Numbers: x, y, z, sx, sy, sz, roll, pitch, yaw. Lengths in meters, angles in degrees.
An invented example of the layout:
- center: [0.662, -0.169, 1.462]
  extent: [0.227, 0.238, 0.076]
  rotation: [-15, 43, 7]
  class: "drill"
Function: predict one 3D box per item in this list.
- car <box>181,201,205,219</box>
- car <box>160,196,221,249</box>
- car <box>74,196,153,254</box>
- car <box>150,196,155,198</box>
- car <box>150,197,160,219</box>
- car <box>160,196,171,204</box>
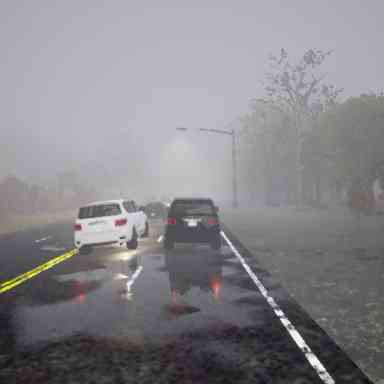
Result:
- center: [0.091, 1.559, 29.549]
  extent: [1.994, 1.385, 4.181]
  rotation: [0, 0, 0]
  class: "car"
- center: [0.024, 1.239, 14.593]
  extent: [2.150, 2.045, 5.566]
  rotation: [0, 0, 0]
  class: "car"
- center: [-3.344, 1.352, 14.604]
  extent: [2.150, 2.045, 5.566]
  rotation: [-7, 0, 0]
  class: "car"
- center: [-9.192, 1.676, 75.381]
  extent: [2.097, 1.767, 4.553]
  rotation: [-2, 0, 1]
  class: "car"
- center: [-3.204, 1.615, 29.557]
  extent: [1.882, 1.535, 5.008]
  rotation: [-4, 1, 0]
  class: "car"
- center: [-5.939, 1.741, 75.297]
  extent: [2.128, 1.511, 4.902]
  rotation: [-2, 0, 1]
  class: "car"
